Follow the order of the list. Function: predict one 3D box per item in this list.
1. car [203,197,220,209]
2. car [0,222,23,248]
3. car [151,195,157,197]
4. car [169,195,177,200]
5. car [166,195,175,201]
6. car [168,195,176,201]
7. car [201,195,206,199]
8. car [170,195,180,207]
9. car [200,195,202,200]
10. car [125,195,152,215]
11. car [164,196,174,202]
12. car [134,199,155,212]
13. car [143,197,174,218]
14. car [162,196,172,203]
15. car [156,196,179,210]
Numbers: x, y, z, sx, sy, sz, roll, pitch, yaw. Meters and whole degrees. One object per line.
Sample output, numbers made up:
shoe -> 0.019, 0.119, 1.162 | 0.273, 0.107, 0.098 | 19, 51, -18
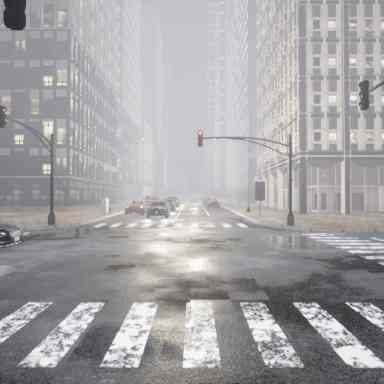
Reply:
car -> 2.873, 1.599, 44.944 | 1.802, 1.307, 4.206 | 1, 0, 0
car -> -9.009, 1.471, 12.534 | 4.902, 1.511, 2.128 | 1, 0, 0
car -> -5.501, 1.332, 44.915 | 2.192, 1.841, 5.009 | 1, 0, 0
car -> -5.316, 1.604, 95.090 | 1.947, 1.339, 4.313 | 1, 0, 0
car -> -5.358, 1.577, 83.940 | 1.887, 1.381, 4.507 | 1, 0, 0
car -> -5.337, 1.586, 89.515 | 2.008, 1.369, 4.403 | 1, 0, 0
car -> 2.918, 1.547, 56.270 | 1.752, 1.417, 4.829 | 1, 0, 0
car -> -2.904, 1.371, 49.826 | 2.097, 1.767, 4.553 | 0, 0, 0
car -> 2.938, 1.589, 61.677 | 1.947, 1.339, 4.313 | 1, 0, 0
car -> -5.546, 1.452, 33.764 | 1.967, 1.590, 4.097 | 1, 0, 0
car -> -5.379, 1.581, 78.365 | 2.008, 1.369, 4.403 | 1, 0, 0
car -> -5.528, 1.596, 39.339 | 1.802, 1.307, 4.206 | 1, 0, 0
car -> -2.985, 1.516, 30.302 | 1.837, 1.490, 4.892 | 0, 0, 0
car -> -5.400, 1.572, 72.790 | 1.887, 1.381, 4.507 | 1, 0, 0
car -> -2.948, 1.519, 39.752 | 1.837, 1.490, 4.892 | 0, 0, 0
